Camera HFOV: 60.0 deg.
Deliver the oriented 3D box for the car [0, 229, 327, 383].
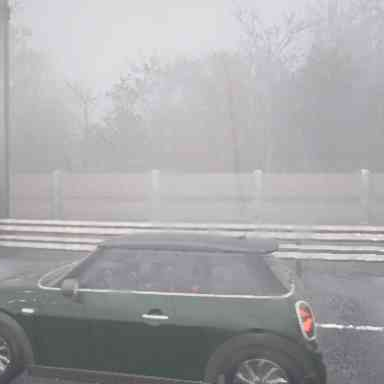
[{"bbox_3d":[-0.709,1.351,4.501,4.553,1.767,2.097,0,0,11],"label":"car"}]
